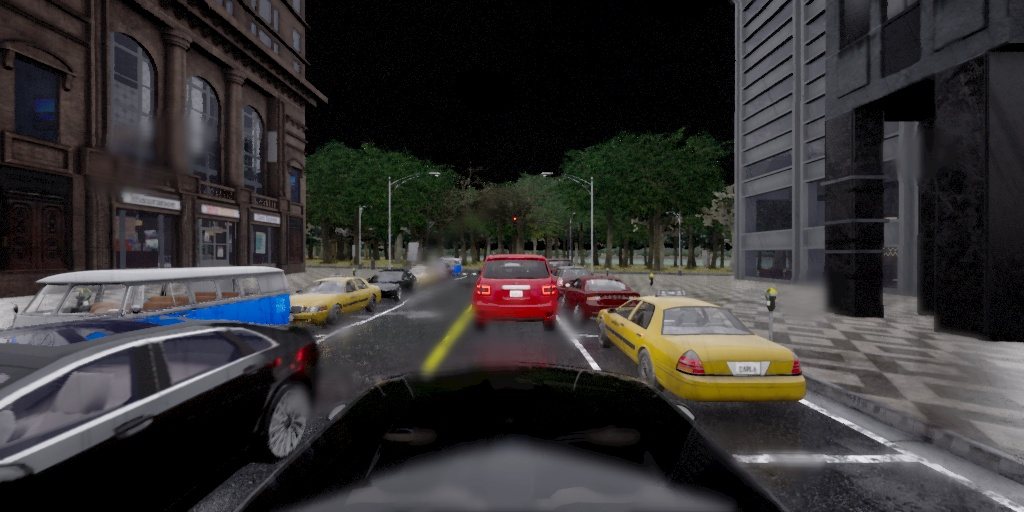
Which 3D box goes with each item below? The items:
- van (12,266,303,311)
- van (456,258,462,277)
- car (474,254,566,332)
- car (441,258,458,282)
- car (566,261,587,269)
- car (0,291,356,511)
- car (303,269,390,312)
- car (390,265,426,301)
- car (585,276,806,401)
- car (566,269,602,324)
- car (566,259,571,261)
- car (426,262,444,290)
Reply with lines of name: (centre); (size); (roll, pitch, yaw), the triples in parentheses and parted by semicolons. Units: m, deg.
van: (-5.761, 1.091, 6.336); (1.690, 1.789, 3.998); (0, 0, 0)
van: (-5.751, 1.095, 33.524); (1.690, 1.789, 3.998); (0, 0, 0)
car: (0.106, 0.972, 11.029); (2.150, 2.045, 5.566); (0, 0, 0)
car: (-5.753, 1.193, 28.086); (1.967, 1.591, 4.097); (0, 0, 0)
car: (2.768, 1.191, 17.208); (1.967, 1.591, 4.097); (0, 0, 0)
car: (-3.101, 1.241, 2.159); (2.128, 1.511, 4.902); (0, 0, 0)
car: (-5.759, 1.276, 11.604); (1.751, 1.417, 4.829); (0, 0, 0)
car: (-5.757, 1.317, 17.211); (1.948, 1.339, 4.313); (0, 0, 0)
car: (2.764, 1.275, 6.503); (1.751, 1.417, 4.829); (0, 0, 0)
car: (2.766, 1.295, 11.771); (1.888, 1.381, 4.507); (0, 0, 0)
car: (2.770, 1.066, 22.646); (2.192, 1.841, 5.009); (0, 0, 0)
car: (-5.755, 1.277, 22.479); (1.751, 1.417, 4.829); (0, 0, 0)
